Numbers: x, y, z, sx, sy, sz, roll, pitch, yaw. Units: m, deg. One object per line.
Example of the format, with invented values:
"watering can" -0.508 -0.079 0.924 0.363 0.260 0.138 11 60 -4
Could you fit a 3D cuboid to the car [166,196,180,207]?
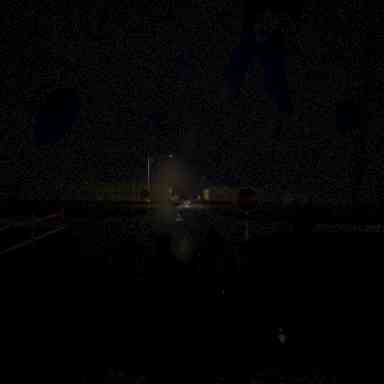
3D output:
"car" -2.715 1.408 47.772 1.837 1.490 4.892 0 2 0
